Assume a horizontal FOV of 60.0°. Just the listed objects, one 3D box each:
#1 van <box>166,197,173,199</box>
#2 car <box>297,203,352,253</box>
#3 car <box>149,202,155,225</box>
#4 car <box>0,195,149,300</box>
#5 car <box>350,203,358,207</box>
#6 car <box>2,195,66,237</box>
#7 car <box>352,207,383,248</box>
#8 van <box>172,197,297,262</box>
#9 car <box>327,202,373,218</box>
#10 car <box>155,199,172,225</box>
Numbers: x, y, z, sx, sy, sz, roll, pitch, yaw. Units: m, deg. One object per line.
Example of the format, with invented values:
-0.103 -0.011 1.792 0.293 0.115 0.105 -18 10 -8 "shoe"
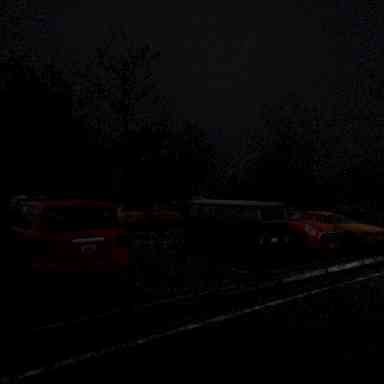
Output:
-0.340 1.375 26.024 1.878 1.987 4.442 1 -1 -36 "van"
3.870 1.417 14.112 2.185 1.767 4.553 1 -1 -36 "car"
-4.941 1.516 23.072 1.946 1.575 5.366 1 0 -36 "car"
-3.603 1.200 8.698 2.435 2.045 5.566 1 0 -36 "car"
16.451 2.189 38.270 2.002 1.452 4.674 2 -1 -36 "car"
-9.447 1.210 19.550 2.435 2.045 5.566 0 0 -36 "car"
6.359 1.586 15.645 1.946 1.575 5.366 1 -1 -36 "car"
1.360 1.280 12.402 1.878 1.987 4.442 1 0 -36 "van"
18.997 2.127 40.166 2.185 1.767 4.553 2 -1 -36 "car"
-2.784 1.552 24.630 1.946 1.575 5.366 1 -1 -36 "car"
